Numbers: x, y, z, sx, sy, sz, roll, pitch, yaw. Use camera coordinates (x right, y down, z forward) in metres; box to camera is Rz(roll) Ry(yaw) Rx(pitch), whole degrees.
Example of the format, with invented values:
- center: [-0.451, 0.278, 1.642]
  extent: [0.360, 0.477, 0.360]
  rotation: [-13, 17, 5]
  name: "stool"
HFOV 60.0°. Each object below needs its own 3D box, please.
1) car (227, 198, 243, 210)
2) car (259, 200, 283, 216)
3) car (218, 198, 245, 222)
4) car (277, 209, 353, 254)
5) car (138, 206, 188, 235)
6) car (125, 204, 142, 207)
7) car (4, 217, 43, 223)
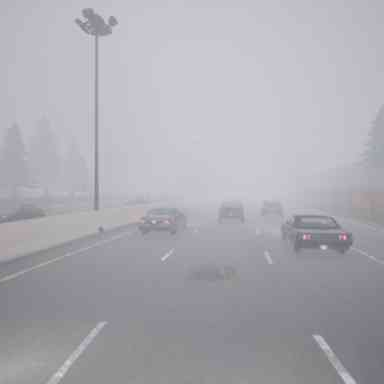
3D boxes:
- center: [5.517, 1.484, 42.386]
  extent: [1.812, 1.442, 4.674]
  rotation: [0, 0, 8]
  name: "car"
- center: [7.451, 1.464, 31.480]
  extent: [2.128, 1.511, 4.902]
  rotation: [0, 0, 8]
  name: "car"
- center: [3.147, 1.451, 26.274]
  extent: [1.882, 1.535, 5.008]
  rotation: [0, 0, 8]
  name: "car"
- center: [4.840, 1.590, 13.617]
  extent: [1.895, 1.301, 4.718]
  rotation: [0, 0, 8]
  name: "car"
- center: [-1.495, 1.524, 18.824]
  extent: [2.033, 1.411, 5.357]
  rotation: [0, 0, 8]
  name: "car"
- center: [-6.104, 1.428, 36.834]
  extent: [1.882, 1.535, 5.008]
  rotation: [0, 0, 9]
  name: "car"
- center: [-11.791, 1.486, 22.368]
  extent: [1.812, 1.442, 4.674]
  rotation: [0, 0, 8]
  name: "car"
